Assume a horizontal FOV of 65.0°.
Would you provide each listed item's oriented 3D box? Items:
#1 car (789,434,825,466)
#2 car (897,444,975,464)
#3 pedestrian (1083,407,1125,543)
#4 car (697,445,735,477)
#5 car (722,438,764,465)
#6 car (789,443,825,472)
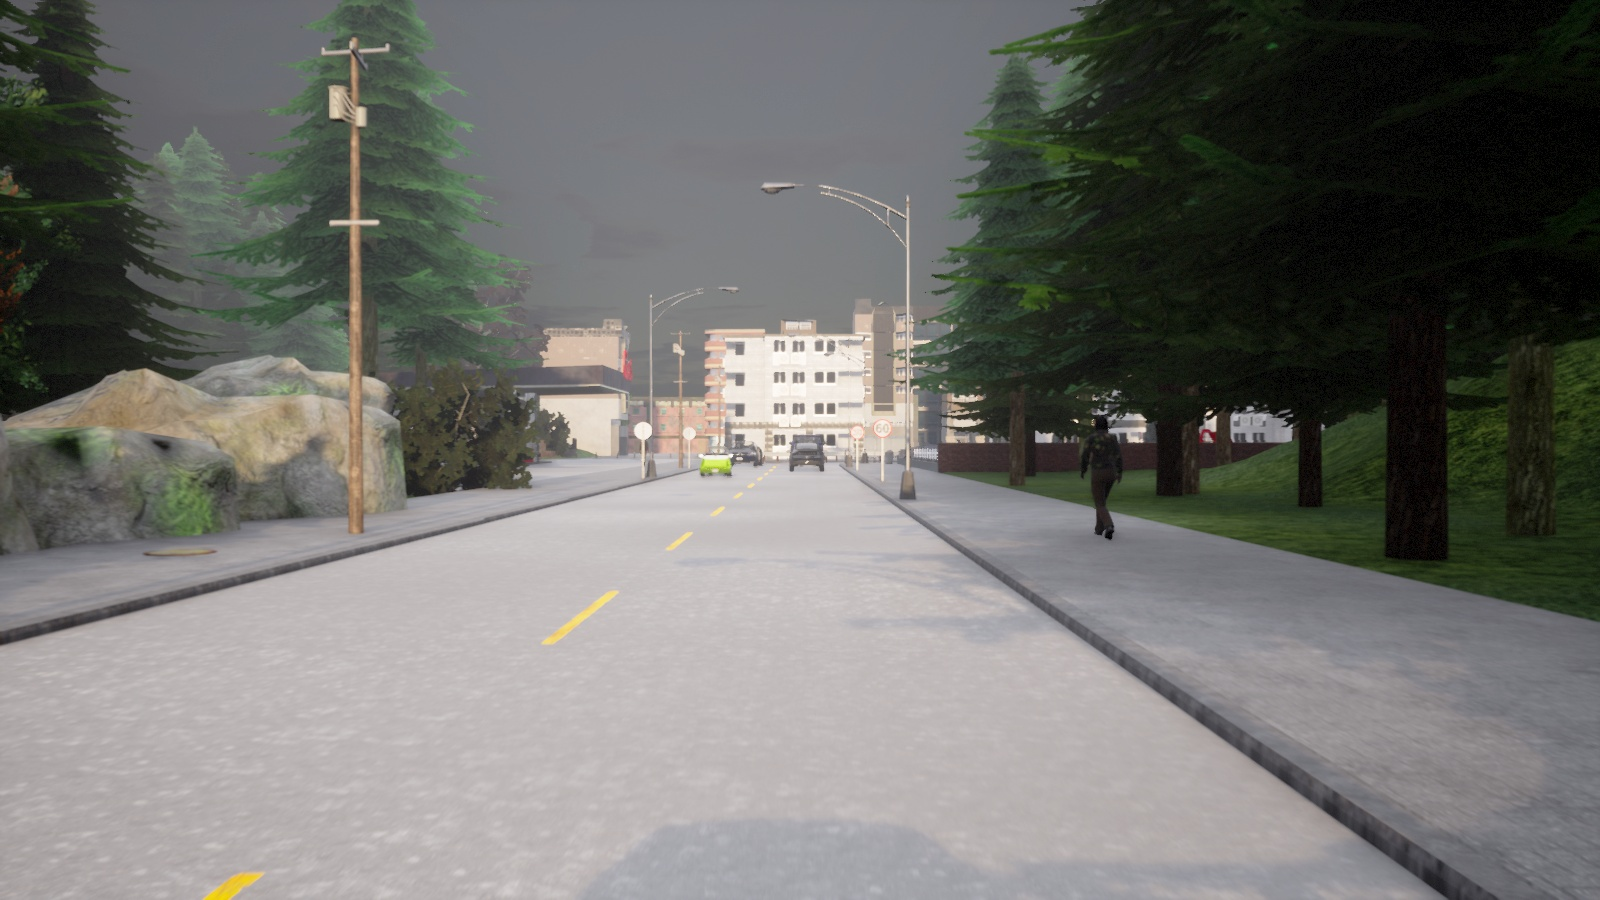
[{"bbox_3d":[0.500,0.001,82.490,2.150,2.045,5.566,0,0,2],"label":"car"},{"bbox_3d":[9.832,0.289,90.951,5.357,1.411,2.033,0,0,-5],"label":"car"},{"bbox_3d":[4.398,0.357,18.176,0.395,1.930,0.692,0,0,-4],"label":"pedestrian"},{"bbox_3d":[-3.690,0.485,55.426,1.481,1.376,2.207,0,0,0],"label":"car"},{"bbox_3d":[-3.612,0.069,80.442,2.152,1.651,5.027,0,0,3],"label":"car"},{"bbox_3d":[0.363,0.372,67.394,1.837,1.490,4.892,0,0,0],"label":"car"}]
